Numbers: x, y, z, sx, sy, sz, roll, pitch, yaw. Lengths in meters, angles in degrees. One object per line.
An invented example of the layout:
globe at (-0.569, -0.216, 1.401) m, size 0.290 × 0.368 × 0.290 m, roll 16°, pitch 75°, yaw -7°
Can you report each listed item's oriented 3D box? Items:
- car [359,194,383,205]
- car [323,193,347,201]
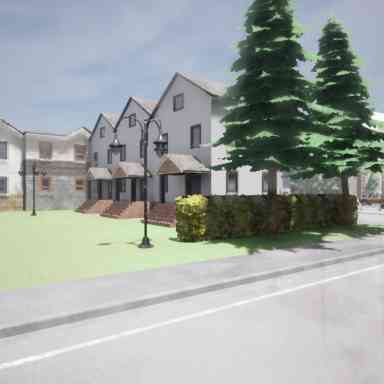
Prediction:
car at (27.287, 1.097, 49.291) m, size 1.932 × 1.855 × 4.605 m, roll 0°, pitch 0°, yaw -36°
car at (32.154, 1.097, 74.745) m, size 1.932 × 1.855 × 4.605 m, roll 0°, pitch 0°, yaw -36°
